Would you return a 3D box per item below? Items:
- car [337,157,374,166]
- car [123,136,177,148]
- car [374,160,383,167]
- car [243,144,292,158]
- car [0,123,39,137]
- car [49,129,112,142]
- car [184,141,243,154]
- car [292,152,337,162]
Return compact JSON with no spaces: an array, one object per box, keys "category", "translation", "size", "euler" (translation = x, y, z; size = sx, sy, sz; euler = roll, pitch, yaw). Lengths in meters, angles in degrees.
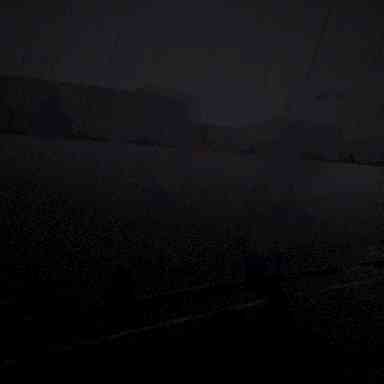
[{"category":"car","translation":[17.176,-3.079,36.595],"size":[4.674,1.452,2.002],"euler":[2,-1,-23]},{"category":"car","translation":[-3.566,-3.938,28.415],"size":[4.674,1.452,2.002],"euler":[2,-1,-18]},{"category":"car","translation":[22.105,-2.906,38.847],"size":[4.892,1.521,2.231],"euler":[2,-1,-25]},{"category":"car","translation":[6.818,-3.678,32.249],"size":[4.553,1.767,2.185],"euler":[2,-1,-21]},{"category":"car","translation":[-14.091,-4.371,25.019],"size":[4.892,1.521,2.231],"euler":[2,-1,-17]},{"category":"car","translation":[-8.826,-4.184,26.663],"size":[4.892,1.521,2.231],"euler":[2,-1,-17]},{"category":"car","translation":[1.656,-3.765,30.280],"size":[5.008,1.535,2.097],"euler":[2,-1,-20]},{"category":"car","translation":[12.112,-3.303,34.412],"size":[4.792,1.488,2.163],"euler":[2,-1,-22]}]
